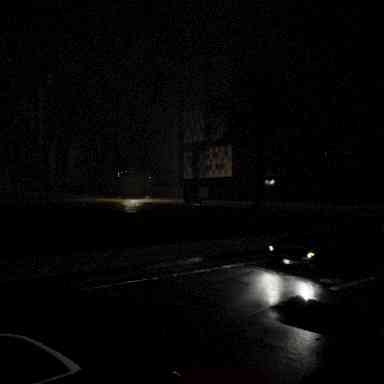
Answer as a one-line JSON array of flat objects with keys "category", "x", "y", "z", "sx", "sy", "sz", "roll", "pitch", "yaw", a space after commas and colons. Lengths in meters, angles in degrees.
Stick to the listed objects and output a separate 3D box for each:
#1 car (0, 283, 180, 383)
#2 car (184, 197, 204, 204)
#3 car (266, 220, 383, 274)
[{"category": "car", "x": -2.381, "y": 1.496, "z": 1.988, "sx": 4.892, "sy": 1.490, "sz": 1.837, "roll": 1, "pitch": 0, "yaw": -36}, {"category": "car", "x": 0.333, "y": 1.676, "z": 65.751, "sx": 1.837, "sy": 1.490, "sz": 4.892, "roll": 1, "pitch": -1, "yaw": -36}, {"category": "car", "x": 4.913, "y": 1.656, "z": 11.186, "sx": 5.357, "sy": 1.411, "sz": 2.033, "roll": 1, "pitch": 0, "yaw": -36}]
